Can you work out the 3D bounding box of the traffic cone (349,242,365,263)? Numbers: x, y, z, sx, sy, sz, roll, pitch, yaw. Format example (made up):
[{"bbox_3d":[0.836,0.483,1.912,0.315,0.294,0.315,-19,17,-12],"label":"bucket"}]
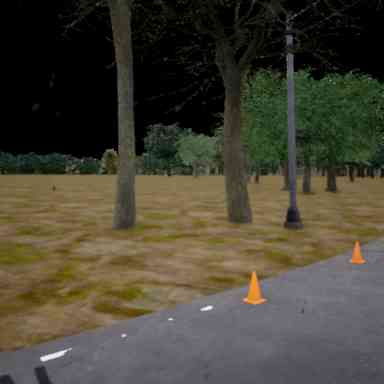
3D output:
[{"bbox_3d":[4.890,1.766,9.840,0.340,0.580,0.340,-2,1,-43],"label":"traffic cone"}]

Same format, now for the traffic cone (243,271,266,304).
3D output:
[{"bbox_3d":[1.248,1.875,6.645,0.340,0.580,0.340,-2,1,-40],"label":"traffic cone"}]
